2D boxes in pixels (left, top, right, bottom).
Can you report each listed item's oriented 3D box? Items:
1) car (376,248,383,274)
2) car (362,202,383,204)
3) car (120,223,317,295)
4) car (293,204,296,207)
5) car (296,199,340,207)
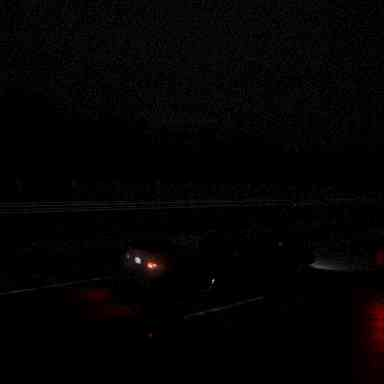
[{"bbox_3d":[6.800,1.597,8.547,4.718,1.301,1.895,0,0,-35],"label":"car"},{"bbox_3d":[18.033,1.628,33.484,4.718,1.301,1.895,0,0,-34],"label":"car"},{"bbox_3d":[0.900,1.545,8.687,5.357,1.411,2.033,0,0,-34],"label":"car"},{"bbox_3d":[14.150,1.624,39.310,4.718,1.301,1.895,0,0,-34],"label":"car"},{"bbox_3d":[13.453,1.520,34.622,4.892,1.490,1.837,0,0,-34],"label":"car"}]
